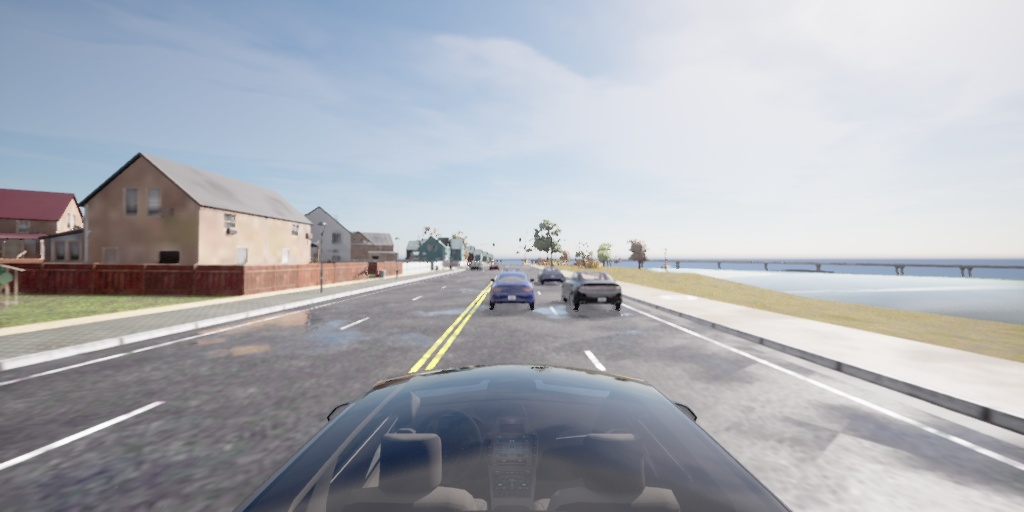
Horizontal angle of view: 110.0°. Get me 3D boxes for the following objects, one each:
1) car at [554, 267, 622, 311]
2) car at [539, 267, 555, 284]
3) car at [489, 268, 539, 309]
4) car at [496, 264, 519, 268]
[{"bbox_3d":[3.261,1.383,15.342,2.128,1.511,4.902,0,0,0],"label":"car"},{"bbox_3d":[3.259,1.616,30.426,1.994,1.385,4.181,0,-1,0],"label":"car"},{"bbox_3d":[0.014,1.420,15.735,1.812,1.442,4.674,0,0,0],"label":"car"},{"bbox_3d":[-0.003,1.588,29.371,2.033,1.411,5.357,0,-1,0],"label":"car"}]
